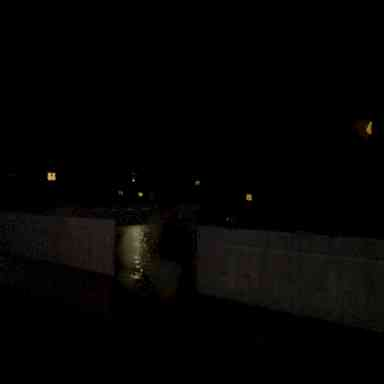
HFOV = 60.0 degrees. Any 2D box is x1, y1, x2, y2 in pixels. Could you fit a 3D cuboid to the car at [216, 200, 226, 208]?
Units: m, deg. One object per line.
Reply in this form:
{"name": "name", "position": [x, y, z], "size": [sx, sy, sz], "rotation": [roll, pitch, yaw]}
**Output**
{"name": "car", "position": [4.688, 1.701, 47.863], "size": [5.357, 1.411, 2.033], "rotation": [1, 2, -39]}

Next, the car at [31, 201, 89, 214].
{"name": "car", "position": [-12.230, 1.521, 31.266], "size": [2.033, 1.411, 5.357], "rotation": [4, 2, 40]}
